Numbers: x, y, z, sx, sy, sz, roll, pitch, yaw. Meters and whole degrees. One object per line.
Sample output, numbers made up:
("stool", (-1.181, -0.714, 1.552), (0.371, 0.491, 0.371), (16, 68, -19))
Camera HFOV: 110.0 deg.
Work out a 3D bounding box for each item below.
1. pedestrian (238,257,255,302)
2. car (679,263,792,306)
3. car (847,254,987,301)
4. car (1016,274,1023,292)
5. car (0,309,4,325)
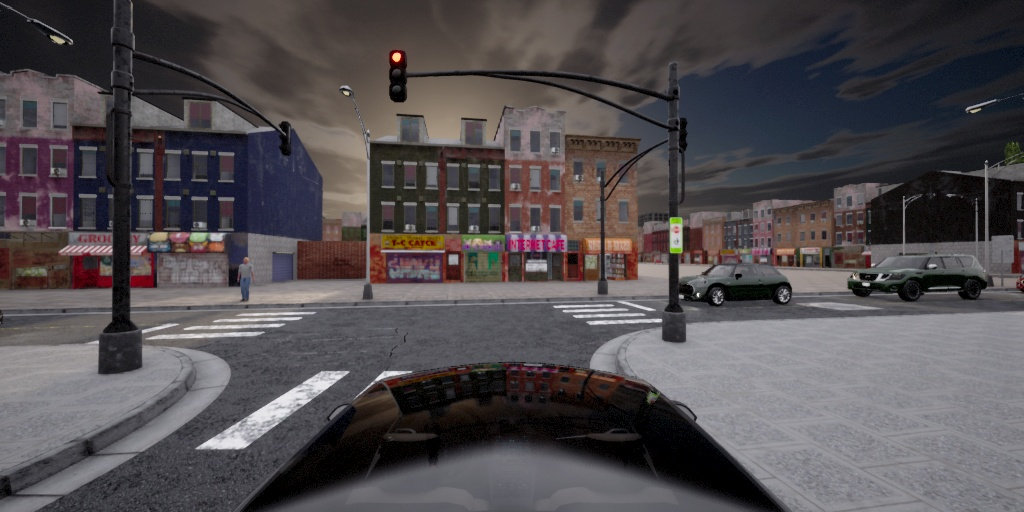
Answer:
("pedestrian", (-11.107, 0.944, 14.948), (0.375, 1.860, 0.375), (0, 0, -9))
("car", (9.176, 1.083, 15.151), (4.553, 1.767, 2.097), (0, 0, -10))
("car", (18.777, 0.927, 16.687), (5.566, 2.045, 2.150), (0, 0, -9))
("car", (28.625, 1.034, 18.187), (4.553, 1.767, 2.097), (0, 0, -8))
("car", (-15.411, 1.277, 8.354), (4.902, 1.511, 2.128), (0, 0, -8))
